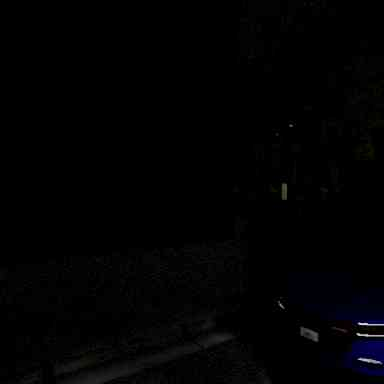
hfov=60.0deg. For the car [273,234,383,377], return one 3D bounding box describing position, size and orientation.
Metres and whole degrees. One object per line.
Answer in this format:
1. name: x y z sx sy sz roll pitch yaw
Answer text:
1. car: 3.479 1.469 5.478 5.008 1.535 1.882 0 0 -35
